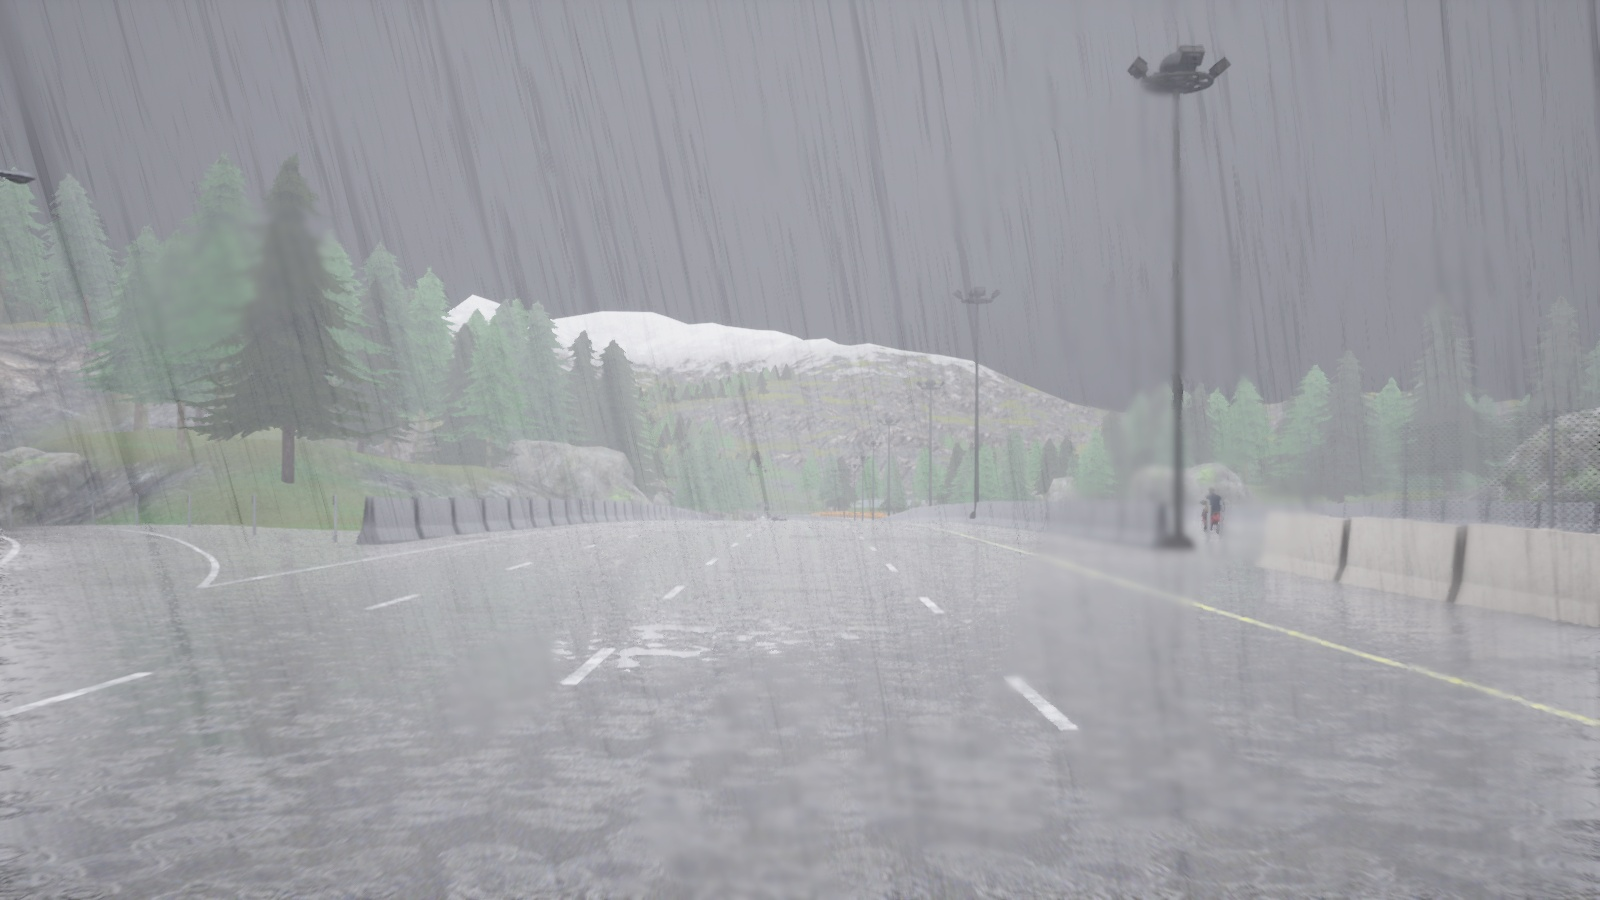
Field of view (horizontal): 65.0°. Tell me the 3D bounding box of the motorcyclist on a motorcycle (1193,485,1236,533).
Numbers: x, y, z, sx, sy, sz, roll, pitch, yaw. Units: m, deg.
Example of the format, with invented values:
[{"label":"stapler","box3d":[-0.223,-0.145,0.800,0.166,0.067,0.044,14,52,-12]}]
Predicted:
[{"label":"motorcyclist on a motorcycle","box3d":[14.187,2.018,43.073,0.866,1.590,1.817,0,-2,1]}]
